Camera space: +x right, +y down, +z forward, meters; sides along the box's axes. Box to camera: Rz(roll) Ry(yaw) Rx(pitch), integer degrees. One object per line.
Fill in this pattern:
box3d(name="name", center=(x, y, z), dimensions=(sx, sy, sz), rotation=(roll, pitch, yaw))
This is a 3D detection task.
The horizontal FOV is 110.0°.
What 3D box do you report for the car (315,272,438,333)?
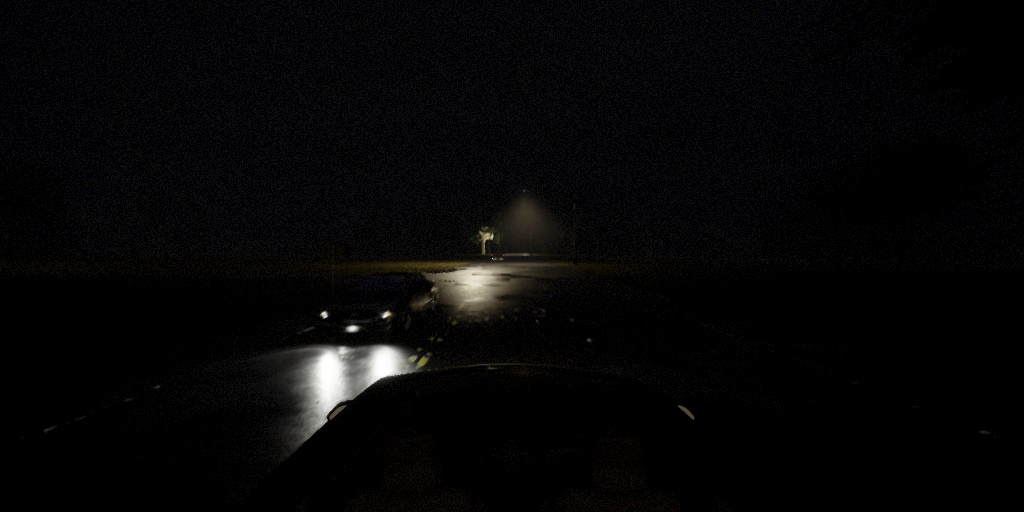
box3d(name="car", center=(-3.494, 1.182, 10.514), dimensions=(2.033, 1.411, 5.357), rotation=(0, 1, 0))
